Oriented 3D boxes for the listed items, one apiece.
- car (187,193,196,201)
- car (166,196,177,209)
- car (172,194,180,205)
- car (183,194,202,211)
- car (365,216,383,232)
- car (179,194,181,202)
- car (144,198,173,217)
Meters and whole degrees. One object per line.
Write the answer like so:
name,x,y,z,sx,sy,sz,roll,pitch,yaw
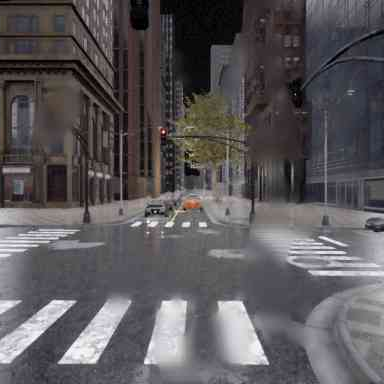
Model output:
car,-0.028,1.064,70.686,1.882,1.535,5.008,0,1,0
car,-3.136,1.470,39.103,1.895,1.301,4.718,0,0,0
car,-3.143,1.394,49.439,1.895,1.301,4.718,0,0,0
car,0.064,1.219,39.327,2.097,1.767,4.553,0,0,0
car,11.910,1.632,18.363,4.403,1.369,2.008,0,0,0
car,-3.074,1.154,63.853,2.128,1.511,4.902,0,1,0
car,-3.128,1.490,30.310,1.994,1.385,4.181,0,0,0
